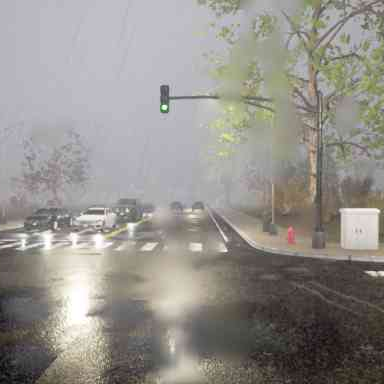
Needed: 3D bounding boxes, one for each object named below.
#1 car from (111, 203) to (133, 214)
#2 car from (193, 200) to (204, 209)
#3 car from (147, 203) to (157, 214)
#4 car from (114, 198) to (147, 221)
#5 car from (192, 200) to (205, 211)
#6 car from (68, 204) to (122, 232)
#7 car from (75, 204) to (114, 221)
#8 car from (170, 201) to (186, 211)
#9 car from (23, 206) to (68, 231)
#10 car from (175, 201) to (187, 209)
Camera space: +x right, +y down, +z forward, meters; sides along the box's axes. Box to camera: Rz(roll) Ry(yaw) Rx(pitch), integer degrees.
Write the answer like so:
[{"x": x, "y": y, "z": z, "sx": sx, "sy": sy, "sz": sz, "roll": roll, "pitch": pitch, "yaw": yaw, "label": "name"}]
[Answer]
[{"x": -9.077, "y": 2.106, "z": 43.477, "sx": 1.994, "sy": 1.385, "sz": 4.181, "roll": 0, "pitch": -1, "yaw": 1, "label": "car"}, {"x": 1.194, "y": 2.324, "z": 61.642, "sx": 1.837, "sy": 1.490, "sz": 4.892, "roll": 0, "pitch": -1, "yaw": 1, "label": "car"}, {"x": -5.813, "y": 2.124, "z": 44.034, "sx": 1.994, "sy": 1.385, "sz": 4.181, "roll": 0, "pitch": -1, "yaw": 1, "label": "car"}, {"x": -6.100, "y": 1.613, "z": 31.989, "sx": 2.150, "sy": 2.045, "sz": 5.566, "roll": 0, "pitch": -1, "yaw": 1, "label": "car"}, {"x": 0.947, "y": 2.184, "z": 51.226, "sx": 1.837, "sy": 1.490, "sz": 4.892, "roll": 0, "pitch": -1, "yaw": 1, "label": "car"}, {"x": -6.333, "y": 1.779, "z": 22.287, "sx": 1.812, "sy": 1.442, "sz": 4.674, "roll": 0, "pitch": -1, "yaw": 2, "label": "car"}, {"x": -9.337, "y": 1.934, "z": 32.394, "sx": 2.033, "sy": 1.411, "sz": 5.357, "roll": 0, "pitch": -1, "yaw": 2, "label": "car"}, {"x": -2.302, "y": 2.148, "z": 51.304, "sx": 1.882, "sy": 1.535, "sz": 5.008, "roll": 0, "pitch": -1, "yaw": 1, "label": "car"}, {"x": -9.601, "y": 1.753, "z": 22.656, "sx": 1.837, "sy": 1.490, "sz": 4.892, "roll": 0, "pitch": -1, "yaw": -1, "label": "car"}, {"x": -2.055, "y": 2.411, "z": 61.747, "sx": 1.895, "sy": 1.301, "sz": 4.718, "roll": 0, "pitch": -1, "yaw": 1, "label": "car"}]
